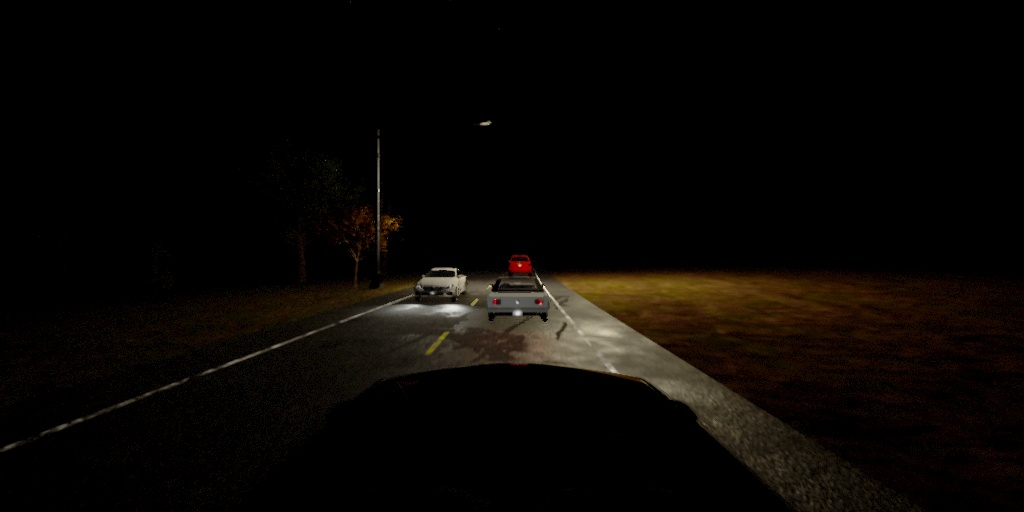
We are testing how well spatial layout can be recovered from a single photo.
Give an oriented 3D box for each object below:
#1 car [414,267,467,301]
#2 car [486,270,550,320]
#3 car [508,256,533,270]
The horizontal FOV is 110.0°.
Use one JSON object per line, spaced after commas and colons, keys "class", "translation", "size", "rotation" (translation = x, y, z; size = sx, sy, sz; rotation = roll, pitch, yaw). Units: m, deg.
{"class": "car", "translation": [-3.306, 1.280, 17.411], "size": [1.812, 1.442, 4.674], "rotation": [0, 0, 1]}
{"class": "car", "translation": [0.196, 1.356, 12.546], "size": [1.895, 1.301, 4.718], "rotation": [0, 0, 1]}
{"class": "car", "translation": [0.808, 0.980, 34.766], "size": [2.150, 2.045, 5.566], "rotation": [0, 0, 2]}
